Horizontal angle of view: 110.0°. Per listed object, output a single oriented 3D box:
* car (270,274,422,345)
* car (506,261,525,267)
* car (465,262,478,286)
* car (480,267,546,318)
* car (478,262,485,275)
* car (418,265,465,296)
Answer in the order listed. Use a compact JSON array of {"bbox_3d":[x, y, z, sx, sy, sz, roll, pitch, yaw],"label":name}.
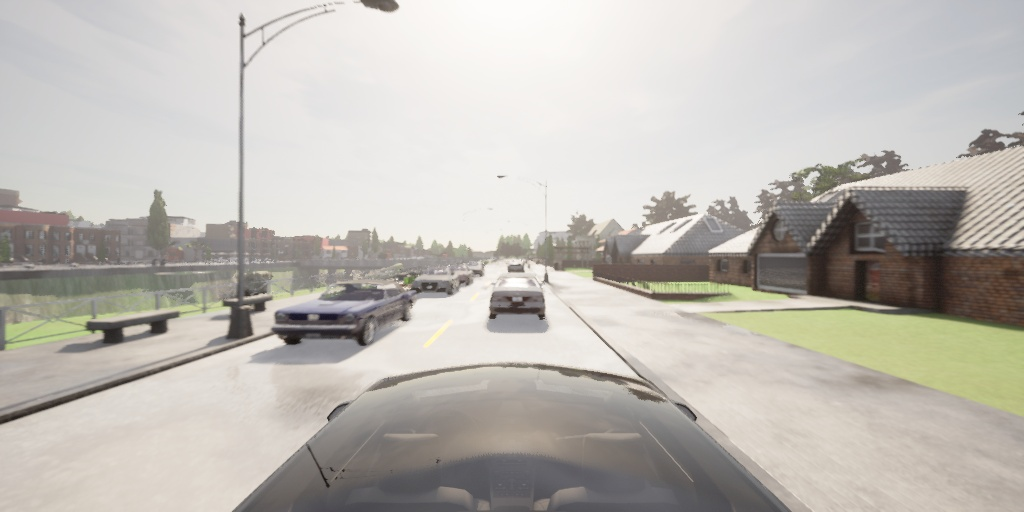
[{"bbox_3d":[-4.044,1.334,9.538,1.895,1.301,4.718,0,0,1],"label":"car"},{"bbox_3d":[0.425,1.250,40.221,2.128,1.511,4.902,0,0,1],"label":"car"},{"bbox_3d":[-3.802,1.316,25.130,1.994,1.385,4.181,0,0,1],"label":"car"},{"bbox_3d":[0.179,1.300,12.921,2.033,1.411,5.357,0,0,1],"label":"car"},{"bbox_3d":[-3.707,1.286,35.928,2.033,1.411,5.357,0,0,1],"label":"car"},{"bbox_3d":[-3.953,1.299,19.179,1.994,1.385,4.181,0,0,0],"label":"car"}]
